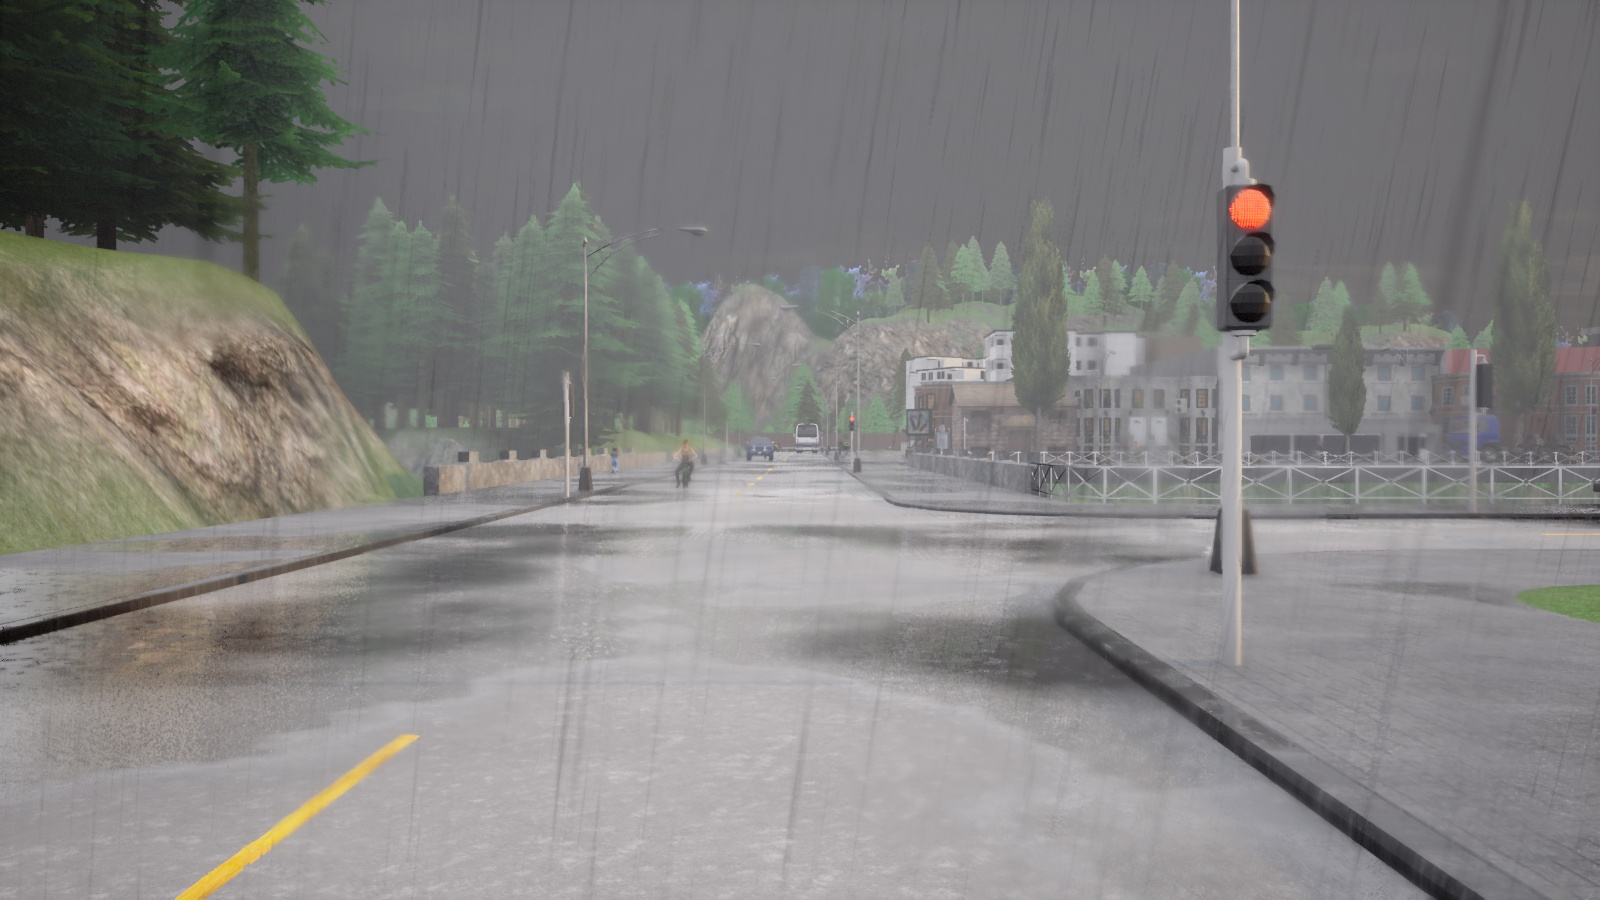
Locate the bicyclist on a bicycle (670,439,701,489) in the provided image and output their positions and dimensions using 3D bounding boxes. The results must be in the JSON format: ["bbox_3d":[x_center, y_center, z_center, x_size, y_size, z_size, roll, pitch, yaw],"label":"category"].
[{"bbox_3d":[-3.753,0.448,41.180,0.866,1.612,1.509,0,0,0],"label":"bicyclist on a bicycle"}]
